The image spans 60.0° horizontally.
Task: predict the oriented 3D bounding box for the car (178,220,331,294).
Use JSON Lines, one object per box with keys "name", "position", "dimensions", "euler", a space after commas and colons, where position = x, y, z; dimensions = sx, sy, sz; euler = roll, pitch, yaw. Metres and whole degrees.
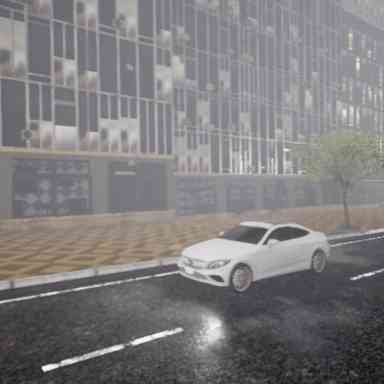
{"name": "car", "position": [1.839, 1.503, 8.866], "dimensions": [4.674, 1.442, 1.812], "euler": [0, 0, -35]}
